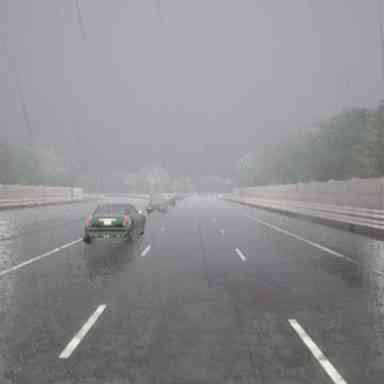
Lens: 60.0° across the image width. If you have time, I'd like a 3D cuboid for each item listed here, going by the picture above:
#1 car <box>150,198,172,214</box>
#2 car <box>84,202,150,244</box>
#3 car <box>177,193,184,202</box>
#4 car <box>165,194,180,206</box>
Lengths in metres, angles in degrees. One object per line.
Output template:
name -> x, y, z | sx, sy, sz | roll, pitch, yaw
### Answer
car -> -3.505, 1.579, 34.665 | 1.895, 1.301, 4.718 | 0, 0, 0
car -> -3.503, 1.298, 15.915 | 2.097, 1.767, 4.553 | 0, 0, 0
car -> -3.511, 1.454, 77.120 | 1.837, 1.490, 4.892 | 0, 0, 0
car -> -3.508, 1.463, 52.476 | 2.128, 1.511, 4.902 | 0, 0, 0
